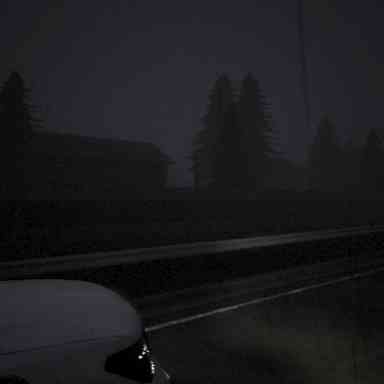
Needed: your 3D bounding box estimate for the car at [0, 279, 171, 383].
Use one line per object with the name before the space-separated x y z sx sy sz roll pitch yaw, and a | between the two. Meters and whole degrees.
car | -2.817 1.208 1.736 5.566 2.045 2.150 1 0 -35
